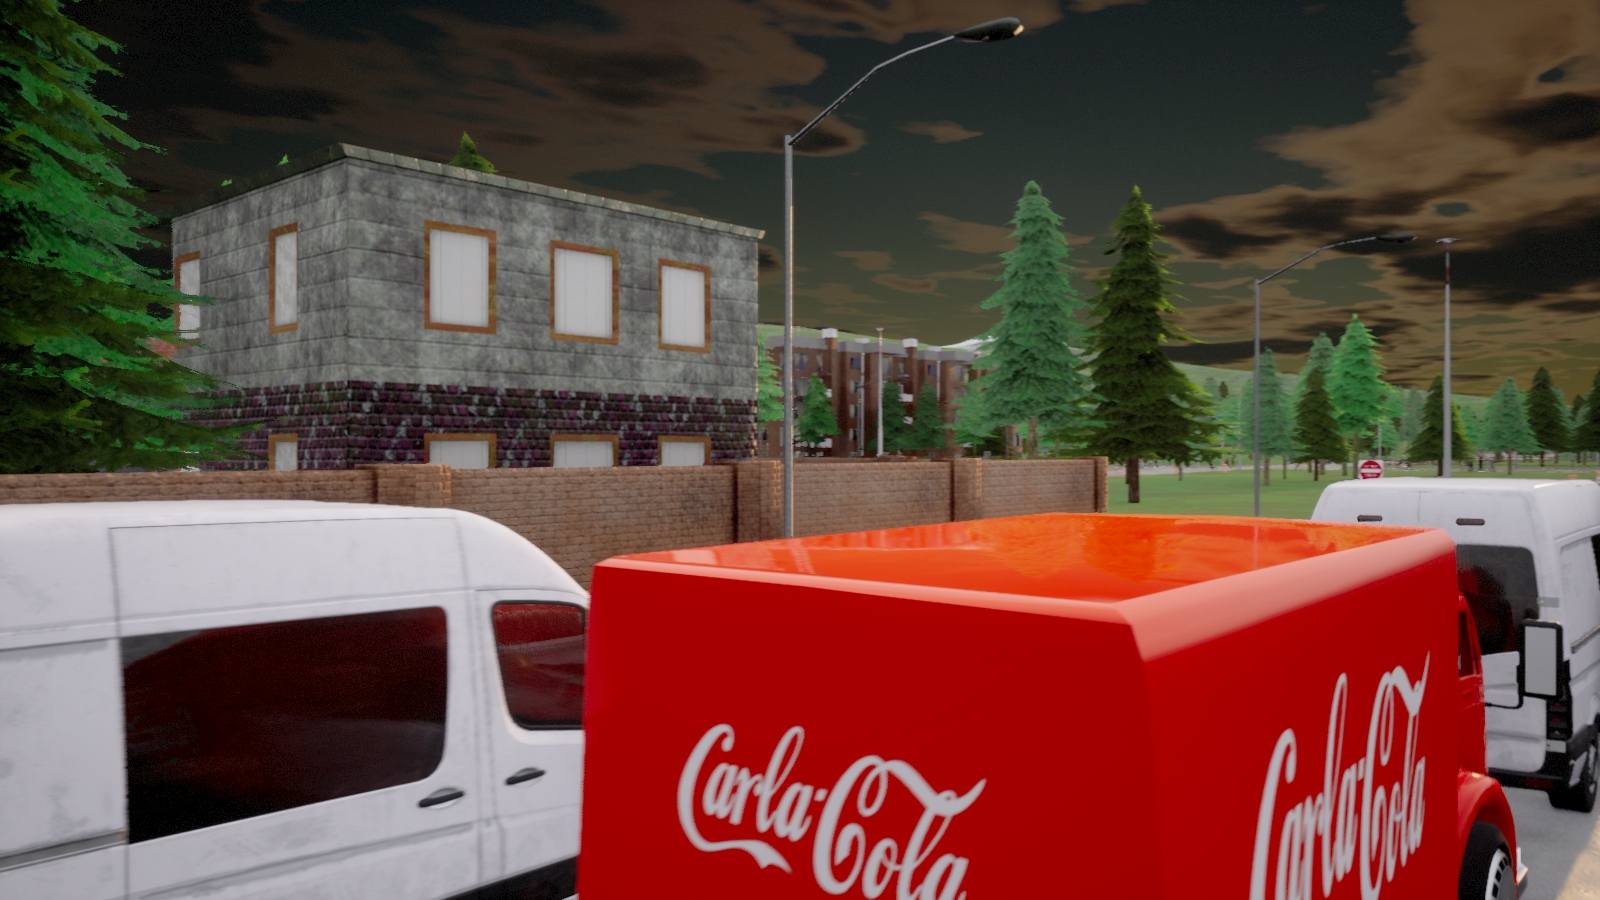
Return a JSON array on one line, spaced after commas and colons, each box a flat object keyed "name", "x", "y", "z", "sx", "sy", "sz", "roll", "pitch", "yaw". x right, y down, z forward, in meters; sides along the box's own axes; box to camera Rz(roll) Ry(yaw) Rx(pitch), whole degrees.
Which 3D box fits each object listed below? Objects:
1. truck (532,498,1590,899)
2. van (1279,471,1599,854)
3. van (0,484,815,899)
[{"name": "truck", "x": 1.716, "y": 1.567, "z": 5.297, "sx": 2.627, "sy": 2.467, "sz": 5.204, "roll": 0, "pitch": 0, "yaw": 41}, {"name": "van", "x": 6.586, "y": 1.535, "z": 10.831, "sx": 1.988, "sy": 2.561, "sz": 5.915, "roll": 0, "pitch": 0, "yaw": 41}, {"name": "van", "x": -2.605, "y": 1.537, "z": 5.698, "sx": 1.988, "sy": 2.561, "sz": 5.915, "roll": 0, "pitch": 0, "yaw": 41}]
